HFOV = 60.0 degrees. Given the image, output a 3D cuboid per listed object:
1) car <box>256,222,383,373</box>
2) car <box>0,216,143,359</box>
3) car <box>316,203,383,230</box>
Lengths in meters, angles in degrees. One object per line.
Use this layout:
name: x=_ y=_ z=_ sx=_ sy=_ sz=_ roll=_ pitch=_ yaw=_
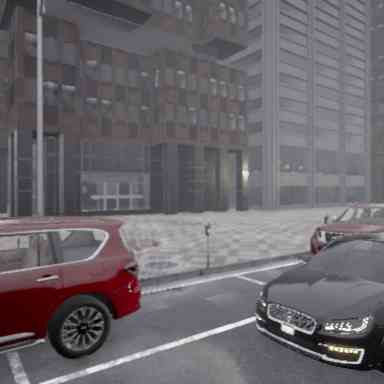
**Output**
car: x=3.197 y=1.504 z=5.657 sx=4.892 sy=1.490 sz=1.837 roll=0 pitch=0 yaw=-35
car: x=-3.098 y=1.316 z=4.443 sx=5.009 sy=1.841 sz=2.192 roll=0 pitch=0 yaw=-35
car: x=6.087 y=1.314 z=10.993 sx=5.009 sy=1.841 sz=2.192 roll=0 pitch=0 yaw=-35
